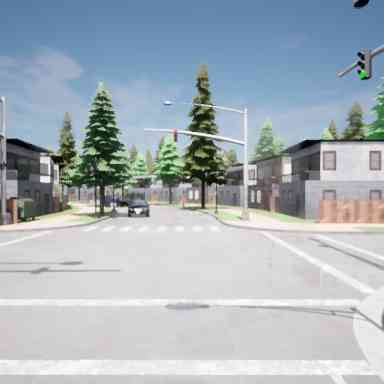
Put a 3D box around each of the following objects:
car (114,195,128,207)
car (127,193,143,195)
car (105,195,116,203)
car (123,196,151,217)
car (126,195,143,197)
[{"bbox_3d":[-9.985,1.556,49.650,1.895,1.301,4.718,0,0,-24],"label":"car"},{"bbox_3d":[-10.391,1.174,58.441,2.150,2.045,5.566,0,0,-36],"label":"car"},{"bbox_3d":[-16.507,1.303,66.785,2.097,1.767,4.553,0,0,-45],"label":"car"},{"bbox_3d":[-4.839,1.450,30.567,2.128,1.511,4.902,0,0,-7],"label":"car"},{"bbox_3d":[-6.510,1.483,39.753,1.812,1.442,4.674,0,0,-15],"label":"car"}]
